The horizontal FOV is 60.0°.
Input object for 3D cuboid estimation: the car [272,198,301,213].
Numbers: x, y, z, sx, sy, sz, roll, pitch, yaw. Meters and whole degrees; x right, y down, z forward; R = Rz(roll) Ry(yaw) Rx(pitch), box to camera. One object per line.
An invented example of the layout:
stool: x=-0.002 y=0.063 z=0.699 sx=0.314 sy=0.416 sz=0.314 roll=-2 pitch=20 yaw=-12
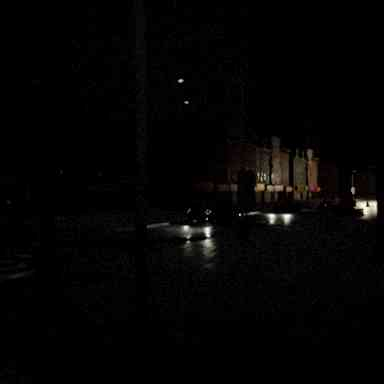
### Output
car: x=10.162 y=1.397 z=35.597 sx=1.882 sy=1.535 sz=5.008 roll=0 pitch=0 yaw=36

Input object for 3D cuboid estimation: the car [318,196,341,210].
car: x=16.282 y=1.454 z=39.203 sx=1.994 sy=1.385 sz=4.181 roll=0 pitch=0 yaw=36

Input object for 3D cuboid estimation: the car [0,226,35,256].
car: x=-8.064 y=1.585 z=11.211 sx=4.718 sy=1.301 sz=1.895 roll=0 pitch=0 yaw=-45

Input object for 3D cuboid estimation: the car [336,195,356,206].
car: x=22.027 y=1.471 z=47.325 sx=1.895 sy=1.301 sz=4.718 roll=0 pitch=0 yaw=36

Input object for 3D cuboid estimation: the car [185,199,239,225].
car: x=1.495 y=1.302 z=23.504 sx=2.097 sy=1.767 sz=4.553 roll=0 pitch=0 yaw=35
